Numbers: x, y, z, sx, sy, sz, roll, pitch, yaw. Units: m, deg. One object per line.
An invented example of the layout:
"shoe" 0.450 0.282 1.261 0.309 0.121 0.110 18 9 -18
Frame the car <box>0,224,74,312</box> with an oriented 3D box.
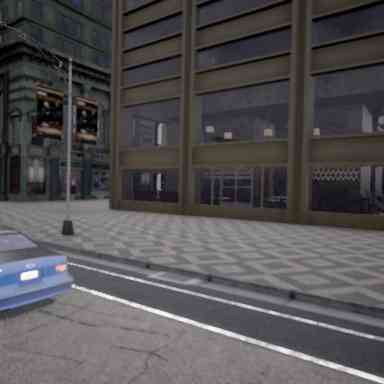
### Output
"car" -4.725 1.362 6.962 5.357 1.411 2.033 2 1 36
